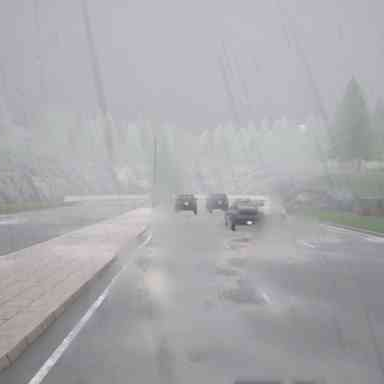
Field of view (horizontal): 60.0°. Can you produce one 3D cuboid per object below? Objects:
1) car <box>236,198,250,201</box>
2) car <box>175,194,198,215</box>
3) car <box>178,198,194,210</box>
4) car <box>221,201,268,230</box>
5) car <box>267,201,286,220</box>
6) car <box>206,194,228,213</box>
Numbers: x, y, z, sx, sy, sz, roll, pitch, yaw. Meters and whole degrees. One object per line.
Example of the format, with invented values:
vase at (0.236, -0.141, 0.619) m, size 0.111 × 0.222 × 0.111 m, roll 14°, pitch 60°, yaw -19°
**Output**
car at (6.289, 1.491, 41.306) m, size 2.128 × 1.511 × 4.902 m, roll 0°, pitch 0°, yaw -1°
car at (-0.587, 1.221, 34.337) m, size 2.150 × 2.045 × 5.566 m, roll 0°, pitch 0°, yaw -1°
car at (-0.766, 1.547, 44.519) m, size 2.033 × 1.411 × 5.357 m, roll 0°, pitch 0°, yaw -1°
car at (3.171, 1.502, 21.037) m, size 1.837 × 1.490 × 4.892 m, roll 0°, pitch -1°, yaw -1°
car at (6.538, 1.526, 28.059) m, size 1.812 × 1.442 × 4.674 m, roll 0°, pitch 0°, yaw -1°
car at (2.857, 1.222, 37.519) m, size 2.150 × 2.045 × 5.566 m, roll 0°, pitch 0°, yaw -1°
